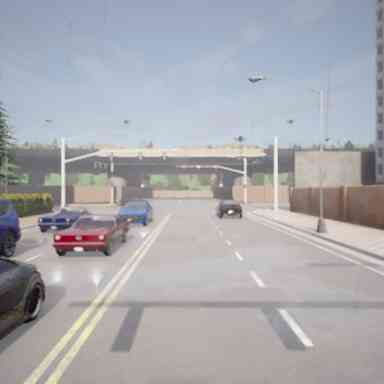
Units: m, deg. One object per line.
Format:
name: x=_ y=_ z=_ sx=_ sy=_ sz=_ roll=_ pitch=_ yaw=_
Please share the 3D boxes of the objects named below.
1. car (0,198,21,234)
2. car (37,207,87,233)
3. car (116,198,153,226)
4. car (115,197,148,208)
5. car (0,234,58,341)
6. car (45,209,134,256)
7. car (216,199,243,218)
car: x=-7.204 y=1.216 z=9.742 sx=2.150 sy=2.045 sz=5.566 roll=0 pitch=0 yaw=-1
car: x=-7.307 y=1.569 z=19.753 sx=1.895 sy=1.301 sz=4.718 roll=0 pitch=0 yaw=0
car: x=-3.827 y=1.427 z=23.094 sx=1.882 sy=1.535 sz=5.008 roll=0 pitch=0 yaw=0
car: x=-8.222 y=1.443 z=45.128 sx=4.181 sy=1.385 sz=1.994 roll=0 pitch=0 yaw=30
car: x=-3.638 y=1.562 z=4.377 sx=1.994 sy=1.385 sz=4.181 roll=0 pitch=0 yaw=-1
car: x=-3.743 y=1.576 z=13.135 sx=1.895 sy=1.301 sz=4.718 roll=0 pitch=0 yaw=-1
car: x=3.152 y=1.392 z=28.840 sx=1.882 sy=1.535 sz=5.008 roll=0 pitch=0 yaw=-1
